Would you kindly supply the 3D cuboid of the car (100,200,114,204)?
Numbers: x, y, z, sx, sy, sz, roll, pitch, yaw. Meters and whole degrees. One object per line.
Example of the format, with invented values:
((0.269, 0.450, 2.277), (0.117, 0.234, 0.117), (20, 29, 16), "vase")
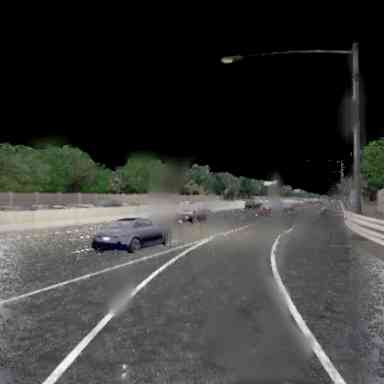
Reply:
((-14.357, 2.431, 57.339), (2.150, 2.045, 5.566), (-1, -1, 24), "car")

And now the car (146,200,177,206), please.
((-4.845, 2.526, 52.951), (1.882, 1.535, 5.008), (-1, -1, 24), "car")

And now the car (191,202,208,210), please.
((1.588, 2.841, 67.396), (1.994, 1.385, 4.181), (-1, -1, 24), "car")

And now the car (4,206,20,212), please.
((-21.232, 2.452, 41.999), (2.128, 1.511, 4.902), (-1, -1, 24), "car")

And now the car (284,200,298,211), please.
((16.909, 2.542, 58.771), (2.033, 1.411, 5.357), (-1, -1, 24), "car")

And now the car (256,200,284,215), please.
((10.430, 2.104, 44.110), (2.097, 1.767, 4.553), (-1, -1, 24), "car")

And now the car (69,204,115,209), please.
((-11.373, 2.411, 38.349), (1.895, 1.301, 4.718), (-1, -1, 24), "car")

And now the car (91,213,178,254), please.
((-2.563, 1.839, 14.933), (1.994, 1.385, 4.181), (-1, -1, 24), "car")

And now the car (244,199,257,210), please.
((11.750, 2.370, 64.427), (2.150, 2.045, 5.566), (-1, -1, 24), "car")

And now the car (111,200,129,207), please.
((-10.929, 2.643, 56.456), (1.882, 1.535, 5.008), (-1, -1, 24), "car")

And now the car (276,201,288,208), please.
((20.564, 2.795, 75.775), (1.882, 1.535, 5.008), (-1, -1, 24), "car")

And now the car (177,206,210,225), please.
((-0.054, 2.138, 29.153), (1.895, 1.301, 4.718), (-1, -1, 24), "car")

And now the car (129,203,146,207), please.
((-7.784, 2.588, 54.930), (1.882, 1.535, 5.008), (-1, -1, 24), "car")

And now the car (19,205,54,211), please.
((-17.895, 2.460, 40.895), (2.033, 1.411, 5.357), (-1, -1, 24), "car")

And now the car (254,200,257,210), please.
((12.911, 2.496, 58.378), (1.882, 1.535, 5.008), (-1, -1, 24), "car")

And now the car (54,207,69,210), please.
((-14.152, 2.443, 40.696), (1.994, 1.385, 4.181), (-1, -1, 24), "car")

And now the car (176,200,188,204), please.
((-1.462, 2.898, 69.150), (1.994, 1.385, 4.181), (-1, -1, 24), "car")

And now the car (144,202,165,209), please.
((-7.990, 2.972, 71.695), (2.033, 1.411, 5.357), (-1, -1, 24), "car")

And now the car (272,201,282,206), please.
((23.386, 3.171, 90.943), (1.994, 1.385, 4.181), (-1, -1, 24), "car")

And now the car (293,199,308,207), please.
((25.362, 2.853, 78.003), (1.812, 1.442, 4.674), (-1, -1, 24), "car")
